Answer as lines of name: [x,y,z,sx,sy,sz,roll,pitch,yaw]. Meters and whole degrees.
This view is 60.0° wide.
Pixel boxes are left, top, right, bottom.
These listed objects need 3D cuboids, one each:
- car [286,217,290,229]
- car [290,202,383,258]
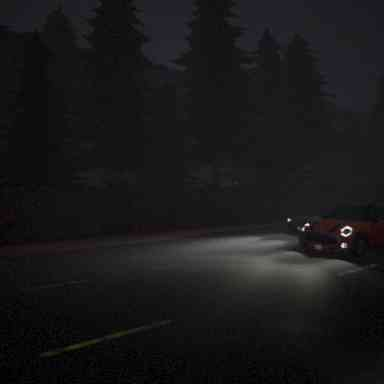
car: [7.119,1.489,17.471,4.718,1.301,1.895,0,0,-33]
car: [6.142,1.266,12.529,4.553,1.767,2.097,0,0,-34]
